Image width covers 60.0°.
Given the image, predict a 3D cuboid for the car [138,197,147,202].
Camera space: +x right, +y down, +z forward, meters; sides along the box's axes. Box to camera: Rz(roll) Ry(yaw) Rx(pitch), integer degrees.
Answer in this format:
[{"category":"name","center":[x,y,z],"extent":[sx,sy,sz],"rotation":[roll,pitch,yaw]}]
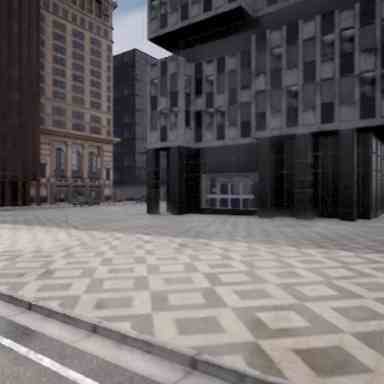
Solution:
[{"category":"car","center":[-10.480,1.895,73.391],"extent":[1.812,1.442,4.674],"rotation":[0,0,35]}]

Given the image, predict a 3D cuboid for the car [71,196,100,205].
[{"category":"car","center":[-19.365,1.698,60.827],"extent":[2.150,2.045,5.566],"rotation":[0,0,35]}]

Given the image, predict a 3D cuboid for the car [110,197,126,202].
[{"category":"car","center":[-16.057,1.713,70.701],"extent":[1.812,1.442,4.674],"rotation":[0,0,35]}]
